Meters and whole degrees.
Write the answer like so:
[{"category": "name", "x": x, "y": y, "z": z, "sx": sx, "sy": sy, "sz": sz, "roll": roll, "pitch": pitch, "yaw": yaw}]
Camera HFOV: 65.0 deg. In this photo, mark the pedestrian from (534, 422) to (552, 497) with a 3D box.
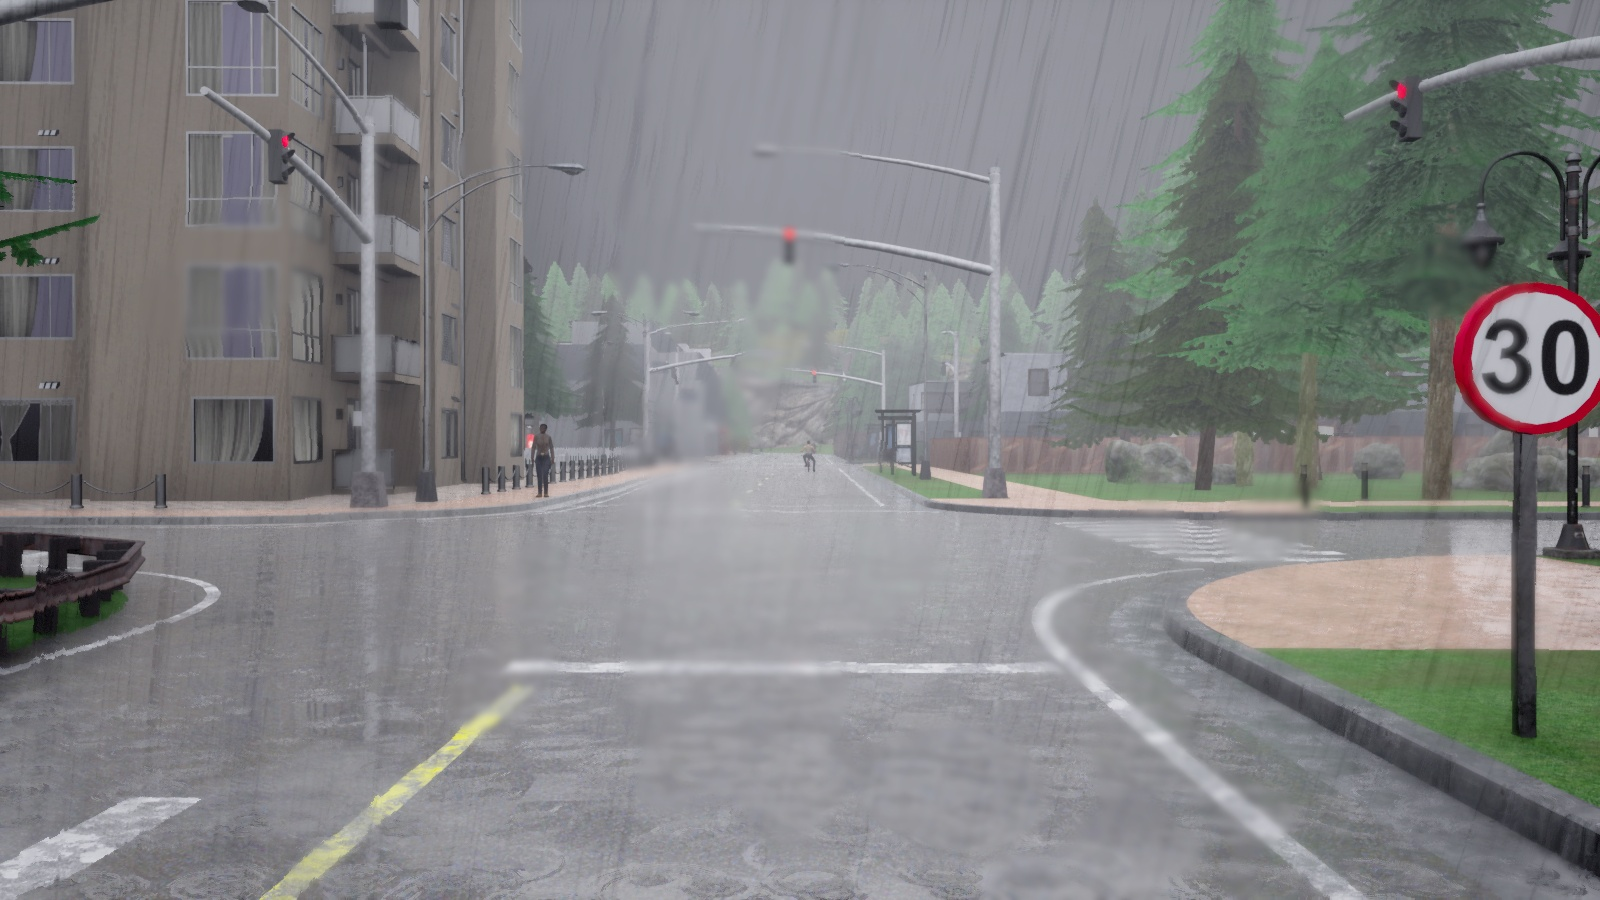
[{"category": "pedestrian", "x": -6.340, "y": 0.227, "z": 30.944, "sx": 0.328, "sy": 1.805, "sz": 0.869, "roll": 0, "pitch": 0, "yaw": -5}]
